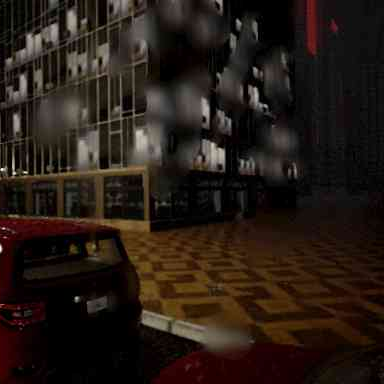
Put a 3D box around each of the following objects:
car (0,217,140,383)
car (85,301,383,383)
[{"bbox_3d":[-2.972,1.302,5.017,5.009,1.841,2.192,0,-1,36],"label":"car"},{"bbox_3d":[1.508,1.583,1.815,4.206,1.307,1.802,0,-1,36],"label":"car"}]
